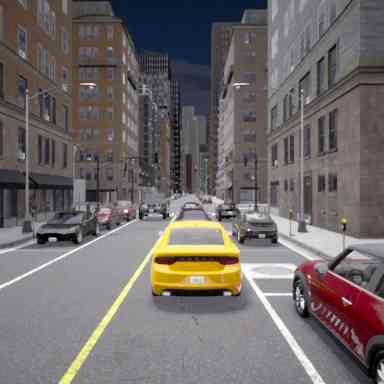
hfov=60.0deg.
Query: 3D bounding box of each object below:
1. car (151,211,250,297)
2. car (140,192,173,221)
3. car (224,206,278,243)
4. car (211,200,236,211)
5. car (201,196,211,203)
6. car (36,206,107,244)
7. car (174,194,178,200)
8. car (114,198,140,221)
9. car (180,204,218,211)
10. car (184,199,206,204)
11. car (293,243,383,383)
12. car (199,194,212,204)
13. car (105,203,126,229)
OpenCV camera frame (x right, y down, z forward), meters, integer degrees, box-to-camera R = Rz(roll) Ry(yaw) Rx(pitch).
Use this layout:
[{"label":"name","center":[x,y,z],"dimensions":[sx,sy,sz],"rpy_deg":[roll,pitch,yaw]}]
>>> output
[{"label":"car","center":[0.090,1.478,8.649],"dimensions":[1.882,1.535,5.008],"rpy_deg":[0,0,0]},{"label":"car","center":[-3.013,1.034,27.469],"dimensions":[2.150,2.045,5.566],"rpy_deg":[0,0,0]},{"label":"car","center":[2.848,1.551,15.725],"dimensions":[2.008,1.369,4.403],"rpy_deg":[0,0,0]},{"label":"car","center":[2.843,1.568,26.727],"dimensions":[1.947,1.339,4.313],"rpy_deg":[0,0,0]},{"label":"car","center":[2.867,1.577,69.397],"dimensions":[1.752,1.417,4.829],"rpy_deg":[0,0,0]},{"label":"car","center":[-5.677,1.566,15.721],"dimensions":[1.947,1.339,4.313],"rpy_deg":[0,0,0]},{"label":"car","center":[-5.628,1.635,90.699],"dimensions":[1.752,1.417,4.829],"rpy_deg":[0,0,0]},{"label":"car","center":[-5.683,1.443,26.724],"dimensions":[1.967,1.590,4.097],"rpy_deg":[0,0,0]},{"label":"car","center":[0.098,1.565,17.643],"dimensions":[1.994,1.385,4.181],"rpy_deg":[0,0,-1]},{"label":"car","center":[-0.013,1.528,26.454],"dimensions":[1.812,1.442,4.674],"rpy_deg":[0,0,1]},{"label":"car","center":[2.853,1.440,4.722],"dimensions":[1.967,1.590,4.097],"rpy_deg":[0,0,0]},{"label":"car","center":[2.860,1.482,63.818],"dimensions":[1.967,1.590,4.097],"rpy_deg":[0,0,0]},{"label":"car","center":[-5.680,1.583,21.222],"dimensions":[1.802,1.307,4.206],"rpy_deg":[0,0,0]}]
